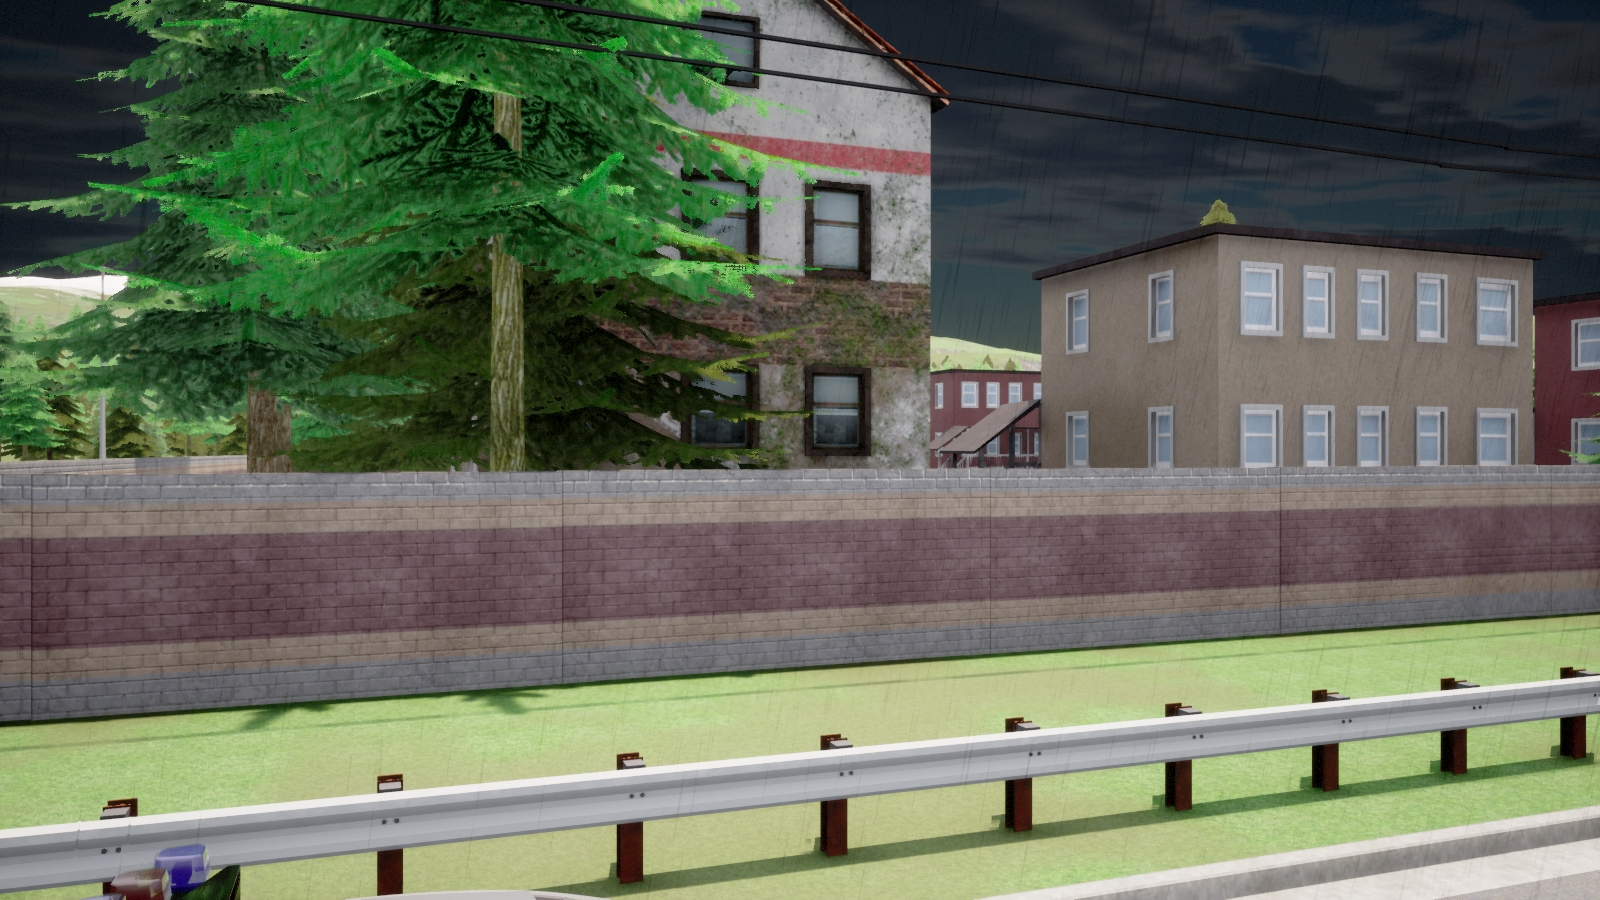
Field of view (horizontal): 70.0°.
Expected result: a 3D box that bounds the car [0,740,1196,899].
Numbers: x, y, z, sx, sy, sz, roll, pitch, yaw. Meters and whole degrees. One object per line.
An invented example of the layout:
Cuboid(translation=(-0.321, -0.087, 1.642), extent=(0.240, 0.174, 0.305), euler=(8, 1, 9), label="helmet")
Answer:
Cuboid(translation=(-1.671, 1.982, 2.695), extent=(5.238, 1.638, 2.097), euler=(0, 0, -20), label="car")
